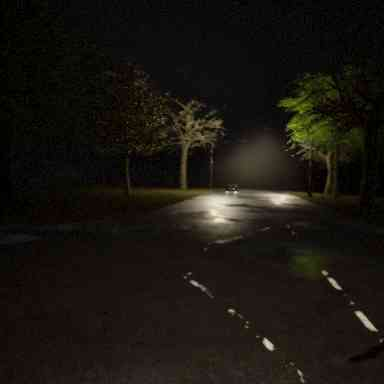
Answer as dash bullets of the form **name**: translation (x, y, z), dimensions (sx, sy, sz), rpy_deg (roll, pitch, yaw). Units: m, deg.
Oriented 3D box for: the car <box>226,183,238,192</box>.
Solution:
- **car**: translation (7.613, -0.851, 63.465), dimensions (1.837, 1.490, 4.892), rpy_deg (2, 3, 11)
